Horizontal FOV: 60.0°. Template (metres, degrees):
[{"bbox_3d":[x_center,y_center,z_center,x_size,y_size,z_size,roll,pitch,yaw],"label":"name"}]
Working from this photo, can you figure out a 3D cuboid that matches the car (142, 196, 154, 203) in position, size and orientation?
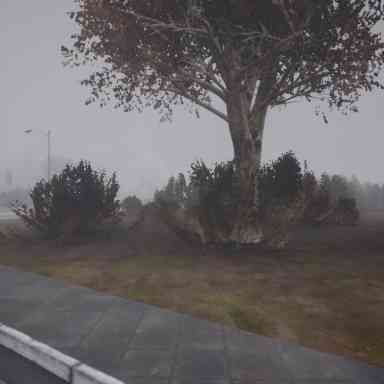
[{"bbox_3d":[-7.167,1.418,63.741,2.033,1.411,5.357,0,0,33],"label":"car"}]
